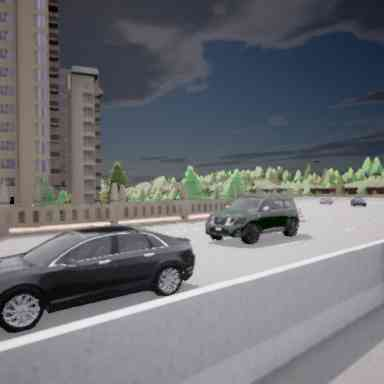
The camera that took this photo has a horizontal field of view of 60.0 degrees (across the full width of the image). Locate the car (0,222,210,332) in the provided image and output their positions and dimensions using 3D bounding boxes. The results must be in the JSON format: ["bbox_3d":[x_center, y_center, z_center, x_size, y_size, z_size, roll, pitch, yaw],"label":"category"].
[{"bbox_3d":[-2.138,1.520,6.982,4.892,1.490,1.837,0,0,-38],"label":"car"}]

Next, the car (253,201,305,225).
[{"bbox_3d":[6.642,1.472,24.970,1.882,1.535,5.008,0,0,40],"label":"car"}]

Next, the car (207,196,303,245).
[{"bbox_3d":[3.107,1.214,16.040,5.566,2.045,2.150,0,0,-44],"label":"car"}]

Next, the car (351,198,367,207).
[{"bbox_3d":[25.511,1.564,50.988,2.033,1.411,5.357,-1,0,20],"label":"car"}]

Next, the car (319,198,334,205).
[{"bbox_3d":[24.984,1.706,61.730,1.895,1.301,4.718,-1,0,13],"label":"car"}]
